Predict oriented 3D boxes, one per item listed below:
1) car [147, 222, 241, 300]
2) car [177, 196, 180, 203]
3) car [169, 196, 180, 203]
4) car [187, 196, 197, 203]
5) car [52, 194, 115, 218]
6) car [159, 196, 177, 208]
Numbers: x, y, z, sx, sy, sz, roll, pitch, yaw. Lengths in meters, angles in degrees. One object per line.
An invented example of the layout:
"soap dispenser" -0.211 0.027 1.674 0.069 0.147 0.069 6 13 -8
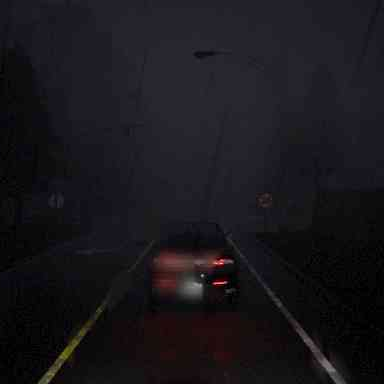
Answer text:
"car" 0.055 1.492 8.361 2.128 1.511 4.902 0 0 0
"car" -3.568 1.478 57.331 1.882 1.535 5.008 0 0 0
"car" -3.508 1.505 67.616 1.837 1.490 4.892 0 0 0
"car" 0.011 1.491 69.592 2.128 1.511 4.902 0 0 0
"car" -9.660 1.233 29.590 5.566 2.045 2.150 0 0 -1
"car" -3.584 1.547 47.364 2.033 1.411 5.357 0 0 0
